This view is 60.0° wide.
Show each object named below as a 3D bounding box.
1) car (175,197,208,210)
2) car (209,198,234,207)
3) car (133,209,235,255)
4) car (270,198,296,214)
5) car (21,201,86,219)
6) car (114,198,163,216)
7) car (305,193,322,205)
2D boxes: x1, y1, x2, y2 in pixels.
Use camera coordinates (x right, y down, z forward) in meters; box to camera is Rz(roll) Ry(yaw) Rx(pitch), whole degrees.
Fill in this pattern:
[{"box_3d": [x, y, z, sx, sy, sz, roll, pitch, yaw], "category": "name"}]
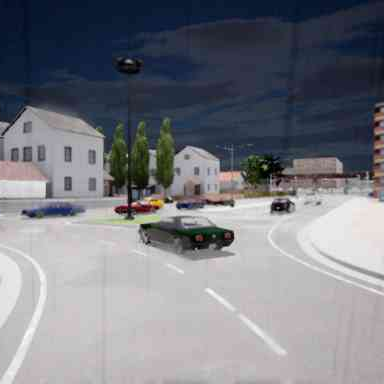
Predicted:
[{"box_3d": [-0.190, 1.563, 41.567, 1.895, 1.301, 4.718, 0, 0, 29], "category": "car"}, {"box_3d": [4.863, 1.536, 51.163, 1.895, 1.301, 4.718, 0, 0, 28], "category": "car"}, {"box_3d": [-0.471, 1.590, 13.386, 1.895, 1.301, 4.718, 0, 0, -32], "category": "car"}, {"box_3d": [9.555, 1.412, 34.814, 1.882, 1.535, 5.008, 0, 0, 26], "category": "car"}, {"box_3d": [-12.348, 1.562, 29.963, 2.033, 1.411, 5.357, 0, 0, 44], "category": "car"}, {"box_3d": [-5.453, 1.589, 33.021, 1.895, 1.301, 4.718, 0, 0, 36], "category": "car"}, {"box_3d": [20.242, 1.100, 55.474, 2.150, 2.045, 5.566, 0, 0, 28], "category": "car"}]
